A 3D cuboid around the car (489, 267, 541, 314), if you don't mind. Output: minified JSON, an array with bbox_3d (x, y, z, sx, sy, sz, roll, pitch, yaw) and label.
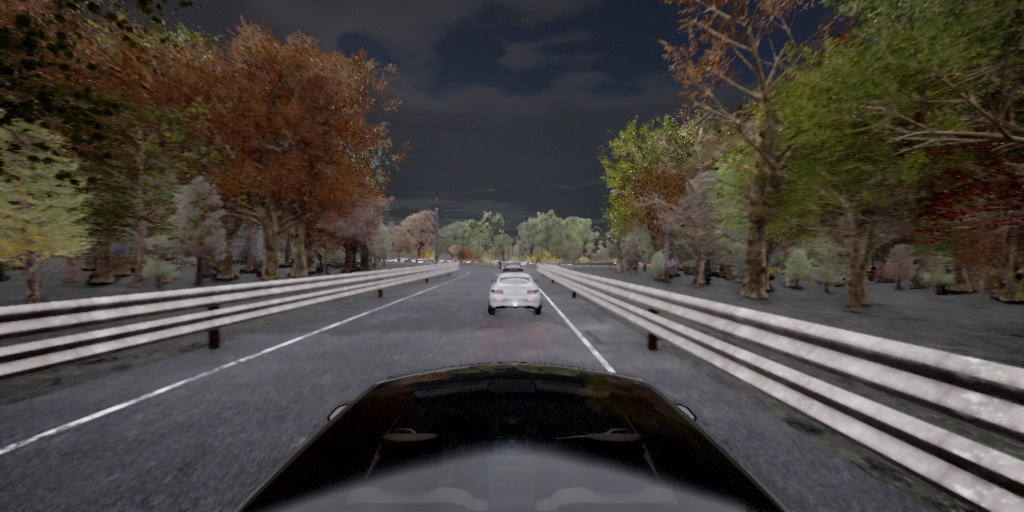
[{"bbox_3d":[0.103,1.344,14.128,1.812,1.442,4.674,0,0,0],"label":"car"}]

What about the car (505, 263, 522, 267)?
[{"bbox_3d":[0.107,1.396,32.040,1.882,1.535,5.008,0,0,0],"label":"car"}]
